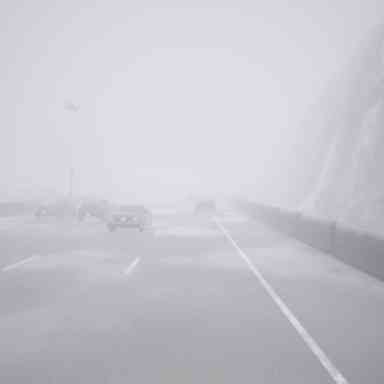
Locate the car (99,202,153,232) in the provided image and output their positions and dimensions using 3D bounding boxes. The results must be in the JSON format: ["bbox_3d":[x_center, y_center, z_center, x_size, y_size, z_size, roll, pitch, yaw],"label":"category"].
[{"bbox_3d":[-3.402,1.377,18.951,2.033,1.411,5.357,0,1,0],"label":"car"}]

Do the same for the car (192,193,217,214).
[{"bbox_3d":[1.222,1.128,31.132,1.882,1.535,5.008,0,1,0],"label":"car"}]

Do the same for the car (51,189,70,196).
[{"bbox_3d":[-21.046,0.694,55.055,1.812,1.442,4.674,0,1,1],"label":"car"}]

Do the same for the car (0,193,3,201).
[{"bbox_3d":[-31.521,0.777,54.680,1.895,1.301,4.718,0,1,0],"label":"car"}]

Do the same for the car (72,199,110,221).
[{"bbox_3d":[-6.903,1.258,24.572,1.837,1.490,4.892,0,1,0],"label":"car"}]

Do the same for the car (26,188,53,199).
[{"bbox_3d":[-24.541,0.393,54.890,2.150,2.045,5.566,0,1,1],"label":"car"}]

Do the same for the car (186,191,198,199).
[{"bbox_3d":[-0.006,0.551,62.781,2.033,1.411,5.357,0,1,0],"label":"car"}]

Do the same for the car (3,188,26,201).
[{"bbox_3d":[-28.030,0.395,54.772,2.150,2.045,5.566,0,1,1],"label":"car"}]

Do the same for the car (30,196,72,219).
[{"bbox_3d":[-10.403,1.263,25.655,1.812,1.442,4.674,0,1,0],"label":"car"}]

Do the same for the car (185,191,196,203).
[{"bbox_3d":[-0.002,0.864,48.908,1.994,1.385,4.181,0,1,1],"label":"car"}]
